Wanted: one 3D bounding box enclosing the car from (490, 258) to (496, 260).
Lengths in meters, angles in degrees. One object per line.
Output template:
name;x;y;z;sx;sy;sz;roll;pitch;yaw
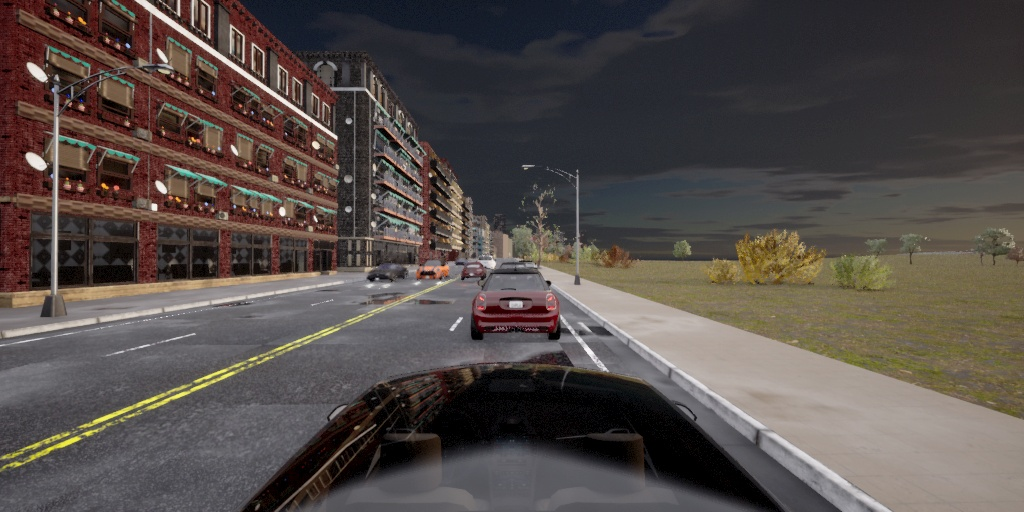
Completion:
car;0.078;1.105;19.833;2.097;1.767;4.553;0;0;0

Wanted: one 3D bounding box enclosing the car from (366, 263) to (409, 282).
car;-9.887;1.300;28.972;2.033;1.411;5.357;0;0;0

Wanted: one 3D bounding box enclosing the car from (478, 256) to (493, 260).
car;-3.210;0.975;45.428;2.150;2.045;5.566;0;0;0

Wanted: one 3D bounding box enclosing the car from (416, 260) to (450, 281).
car;-6.641;1.105;30.401;2.097;1.767;4.553;0;0;0

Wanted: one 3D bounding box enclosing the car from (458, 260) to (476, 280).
car;-3.190;1.279;30.640;1.812;1.442;4.674;0;0;0

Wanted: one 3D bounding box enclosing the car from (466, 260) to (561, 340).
car;0.081;1.103;10.133;2.097;1.767;4.553;0;0;0

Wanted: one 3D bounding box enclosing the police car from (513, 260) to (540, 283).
police car;1.098;1.179;29.401;1.930;1.638;5.238;0;0;0
